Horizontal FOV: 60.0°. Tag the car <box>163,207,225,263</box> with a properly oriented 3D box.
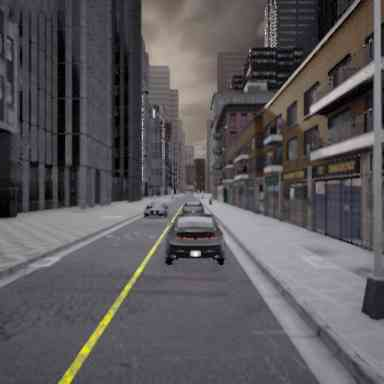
[{"bbox_3d":[0.100,1.497,11.874,1.837,1.490,4.892,0,0,0],"label":"car"}]

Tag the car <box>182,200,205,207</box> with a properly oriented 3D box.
[{"bbox_3d":[0.099,1.474,30.019,2.128,1.511,4.902,0,0,0],"label":"car"}]

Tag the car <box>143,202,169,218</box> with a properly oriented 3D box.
[{"bbox_3d":[-3.091,1.546,29.546,1.994,1.385,4.181,0,0,0],"label":"car"}]
